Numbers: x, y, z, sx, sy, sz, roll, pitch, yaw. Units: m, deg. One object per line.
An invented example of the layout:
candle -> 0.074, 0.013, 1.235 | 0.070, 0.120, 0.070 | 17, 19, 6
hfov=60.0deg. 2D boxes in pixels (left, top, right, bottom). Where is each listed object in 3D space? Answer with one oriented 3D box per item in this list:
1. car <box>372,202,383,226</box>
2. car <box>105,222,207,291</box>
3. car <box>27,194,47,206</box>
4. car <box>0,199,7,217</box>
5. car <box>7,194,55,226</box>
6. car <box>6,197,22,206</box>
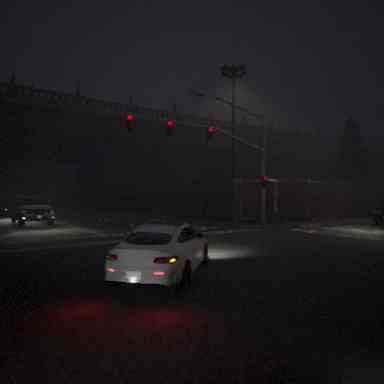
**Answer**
car -> 14.782, 1.298, 23.125 | 5.566, 2.045, 2.150 | 0, 0, -35
car -> -0.743, 1.540, 9.019 | 1.812, 1.442, 4.674 | 1, 0, 11
car -> -27.183, 1.329, 58.205 | 2.150, 2.045, 5.566 | 0, 0, -36
car -> -17.469, 1.661, 32.310 | 1.895, 1.301, 4.718 | 0, 0, -36
car -> -11.650, 1.276, 24.187 | 2.150, 2.045, 5.566 | 0, 0, -36
car -> -30.496, 1.619, 56.835 | 1.812, 1.442, 4.674 | 0, 0, -36
